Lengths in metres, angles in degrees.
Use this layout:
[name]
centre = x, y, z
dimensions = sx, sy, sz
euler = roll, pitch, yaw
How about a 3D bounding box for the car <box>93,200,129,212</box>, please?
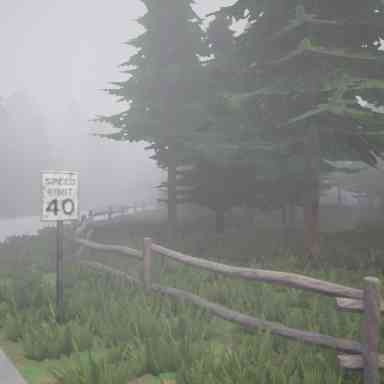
[car]
centre = -8.258, 1.547, 34.630
dimensions = 2.033, 1.411, 5.357
euler = 0, 0, 12
